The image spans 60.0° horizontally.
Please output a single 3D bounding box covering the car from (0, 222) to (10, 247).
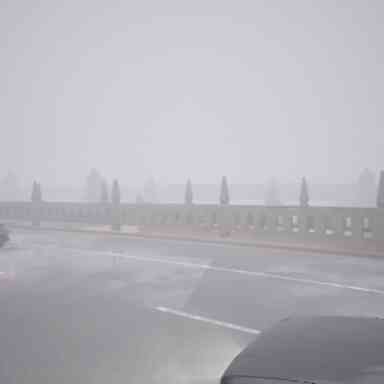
[{"bbox_3d":[-9.252,1.512,13.234,4.674,1.442,1.812,0,0,28],"label":"car"}]

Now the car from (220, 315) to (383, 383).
[{"bbox_3d":[2.758,1.531,1.923,5.357,1.411,2.033,0,0,36],"label":"car"}]
